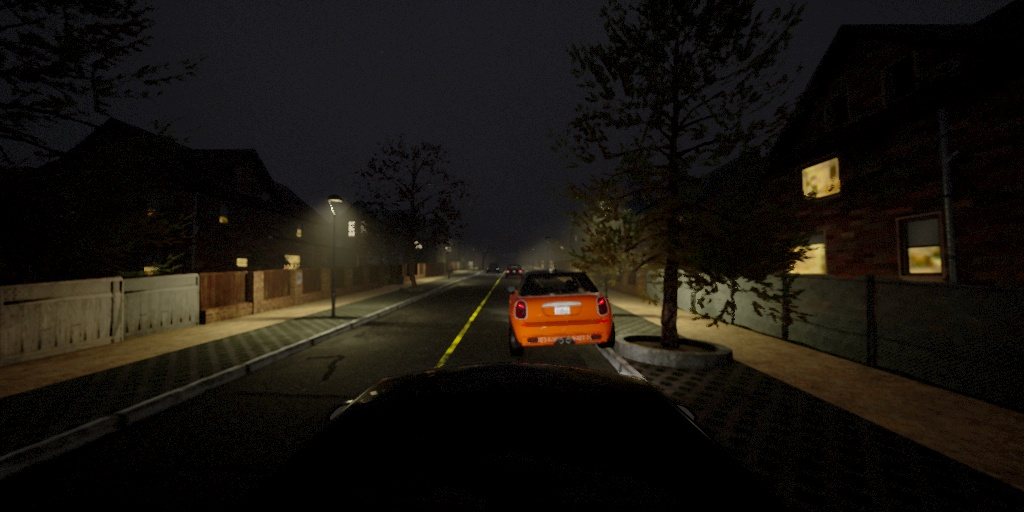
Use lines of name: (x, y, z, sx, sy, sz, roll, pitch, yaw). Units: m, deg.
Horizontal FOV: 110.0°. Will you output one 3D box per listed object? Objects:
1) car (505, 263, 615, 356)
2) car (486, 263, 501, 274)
car: (0.962, 1.107, 8.938, 2.097, 1.767, 4.553, -3, -1, 0)
car: (-2.535, 1.673, 49.823, 1.837, 1.490, 4.892, 0, -1, 0)
